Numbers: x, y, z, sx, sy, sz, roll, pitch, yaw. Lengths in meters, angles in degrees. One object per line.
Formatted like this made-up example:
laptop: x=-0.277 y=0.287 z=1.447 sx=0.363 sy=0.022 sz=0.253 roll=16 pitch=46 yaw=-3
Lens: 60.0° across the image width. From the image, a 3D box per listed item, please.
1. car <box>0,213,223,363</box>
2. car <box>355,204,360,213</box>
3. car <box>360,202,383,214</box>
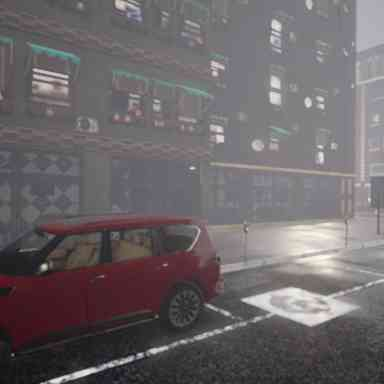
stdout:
car: x=-1.751 y=1.324 z=5.307 sx=5.009 sy=1.841 sz=2.192 roll=0 pitch=0 yaw=-36
car: x=12.956 y=1.362 z=32.204 sx=2.192 sy=1.841 sz=5.009 roll=2 pitch=-1 yaw=-36
car: x=19.753 y=1.728 z=37.098 sx=1.887 sy=1.381 sz=4.507 roll=2 pitch=-1 yaw=-36
